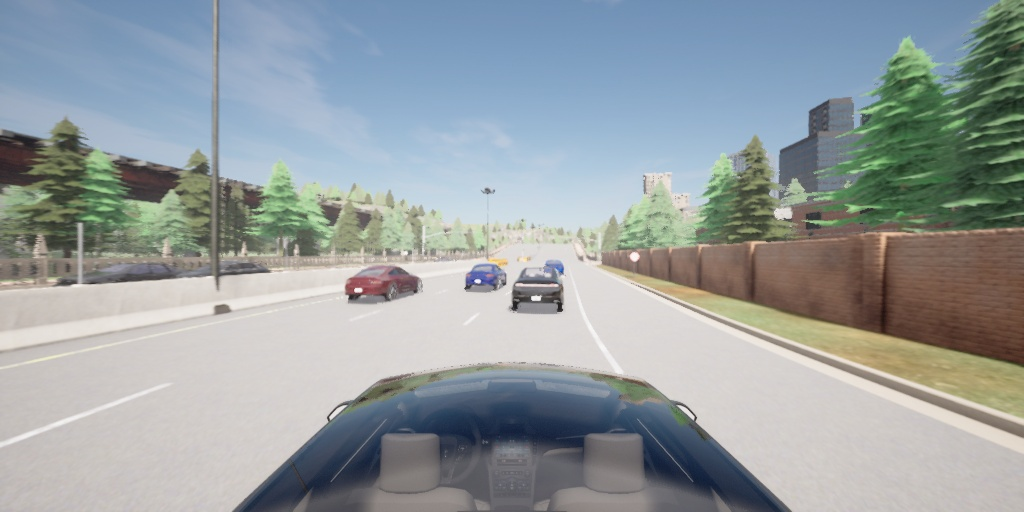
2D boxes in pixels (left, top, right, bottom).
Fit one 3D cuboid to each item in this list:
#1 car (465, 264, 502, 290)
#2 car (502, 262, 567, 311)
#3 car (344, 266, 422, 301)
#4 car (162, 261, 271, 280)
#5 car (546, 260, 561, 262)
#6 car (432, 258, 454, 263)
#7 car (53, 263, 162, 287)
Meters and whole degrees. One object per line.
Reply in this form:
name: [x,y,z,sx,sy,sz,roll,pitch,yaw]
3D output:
car: [-1.470,1.161,21.181,1.812,1.442,4.674,0,0,8]
car: [1.114,1.183,14.272,2.128,1.511,4.902,0,0,7]
car: [-5.695,1.154,16.300,1.812,1.442,4.674,0,0,8]
car: [-15.976,1.032,20.085,1.837,1.490,4.892,0,0,8]
car: [3.996,1.087,34.283,1.882,1.535,5.008,0,0,8]
car: [-8.635,0.944,45.273,2.128,1.511,4.902,1,0,9]
car: [-19.694,1.052,18.789,2.033,1.411,5.357,0,0,8]
